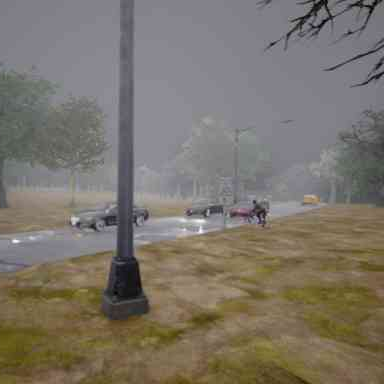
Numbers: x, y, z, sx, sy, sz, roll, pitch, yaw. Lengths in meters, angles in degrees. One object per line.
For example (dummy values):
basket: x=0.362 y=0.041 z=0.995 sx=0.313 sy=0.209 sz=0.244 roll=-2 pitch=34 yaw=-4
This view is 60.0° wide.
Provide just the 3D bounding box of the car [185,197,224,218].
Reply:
car: x=1.301 y=1.190 z=27.207 sx=1.837 sy=1.490 sz=4.892 roll=1 pitch=2 yaw=33

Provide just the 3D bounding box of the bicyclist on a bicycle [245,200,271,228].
bicyclist on a bicycle: x=3.851 y=1.303 z=19.596 sx=1.656 sy=1.620 sz=0.582 roll=-1 pitch=0 yaw=36

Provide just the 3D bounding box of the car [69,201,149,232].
car: x=-4.592 y=1.305 z=19.059 sx=2.128 sy=1.511 sz=4.902 roll=1 pitch=2 yaw=37

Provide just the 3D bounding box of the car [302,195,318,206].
car: x=17.310 y=1.151 z=48.722 sx=1.882 sy=1.535 sz=5.008 roll=1 pitch=0 yaw=26

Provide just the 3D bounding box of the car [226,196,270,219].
car: x=4.681 y=1.298 z=26.477 sx=1.994 sy=1.385 sz=4.181 roll=1 pitch=2 yaw=34
